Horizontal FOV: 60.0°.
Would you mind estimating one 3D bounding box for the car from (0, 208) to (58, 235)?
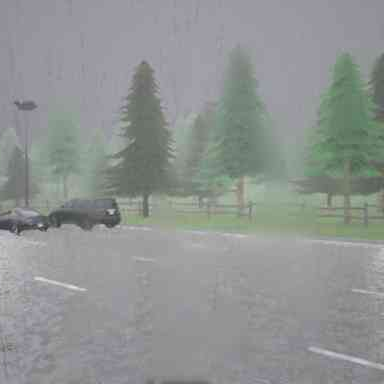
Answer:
[{"bbox_3d":[-10.374,1.710,19.945,4.674,1.442,1.812,-1,0,35],"label":"car"}]

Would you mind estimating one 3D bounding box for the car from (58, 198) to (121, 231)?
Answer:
[{"bbox_3d":[-7.110,1.392,21.936,5.566,2.045,2.150,-1,0,35],"label":"car"}]
